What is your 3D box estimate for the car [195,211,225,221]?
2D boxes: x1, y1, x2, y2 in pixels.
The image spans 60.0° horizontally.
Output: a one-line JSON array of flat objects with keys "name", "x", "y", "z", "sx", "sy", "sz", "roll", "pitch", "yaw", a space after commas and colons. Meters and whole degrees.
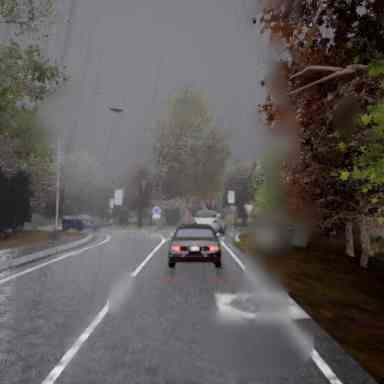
[{"name": "car", "x": 1.593, "y": 2.674, "z": 28.801, "sx": 2.150, "sy": 2.045, "sz": 5.566, "roll": -1, "pitch": -5, "yaw": 12}]

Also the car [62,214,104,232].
[{"name": "car", "x": -13.029, "y": 3.547, "z": 38.701, "sx": 5.566, "sy": 2.045, "sz": 2.150, "roll": -4, "pitch": -6, "yaw": 42}]

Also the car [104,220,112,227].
[{"name": "car", "x": -17.132, "y": 5.791, "z": 60.698, "sx": 2.033, "sy": 1.411, "sz": 5.357, "roll": -3, "pitch": -5, "yaw": 33}]

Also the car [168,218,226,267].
[{"name": "car", "x": 0.122, "y": 1.911, "z": 12.730, "sx": 2.033, "sy": 1.411, "sz": 5.357, "roll": 0, "pitch": -3, "yaw": 1}]
